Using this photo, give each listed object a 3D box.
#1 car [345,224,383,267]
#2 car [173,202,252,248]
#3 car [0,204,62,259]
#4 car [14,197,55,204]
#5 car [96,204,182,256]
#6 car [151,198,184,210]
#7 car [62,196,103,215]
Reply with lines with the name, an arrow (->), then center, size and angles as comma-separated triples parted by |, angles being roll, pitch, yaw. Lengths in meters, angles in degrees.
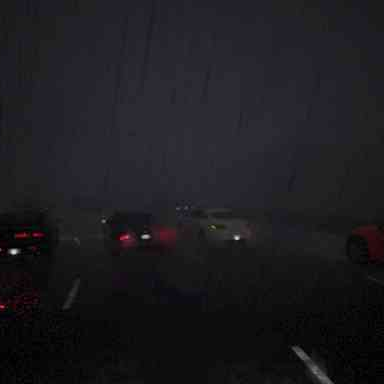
car -> 5.937, 1.212, 8.273 | 2.097, 1.767, 4.553 | 0, 1, -10
car -> 0.817, 1.335, 13.795 | 1.812, 1.442, 4.674 | 0, 1, -19
car -> -5.736, 1.374, 11.566 | 1.837, 1.490, 4.892 | 0, 1, -19
car -> -13.617, 1.154, 28.491 | 5.008, 1.535, 1.882 | 0, 1, 41
car -> -2.257, 1.388, 12.488 | 2.033, 1.411, 5.357 | 0, 1, -20
car -> -1.914, 1.201, 26.263 | 2.033, 1.411, 5.357 | -1, 1, -36
car -> -9.897, 1.119, 29.827 | 5.008, 1.535, 1.882 | 0, 1, 44
